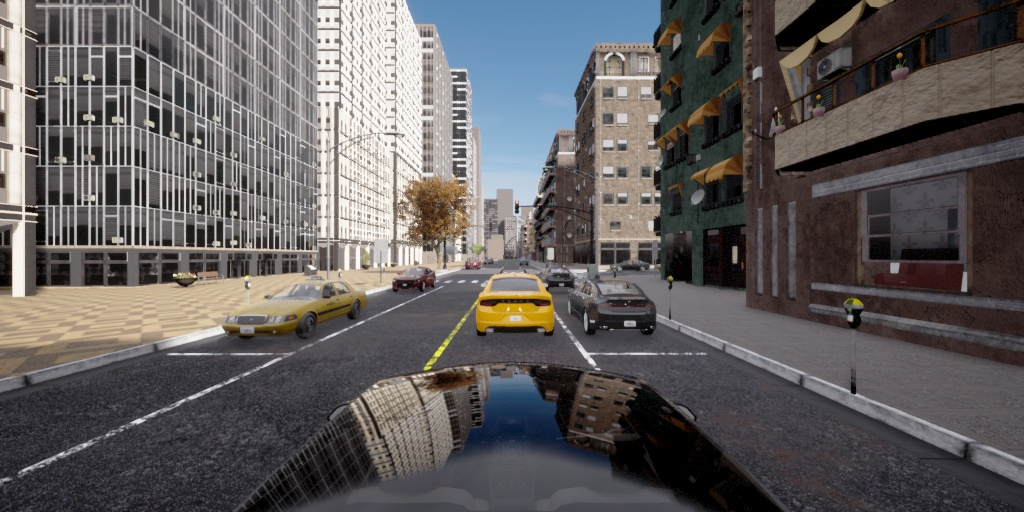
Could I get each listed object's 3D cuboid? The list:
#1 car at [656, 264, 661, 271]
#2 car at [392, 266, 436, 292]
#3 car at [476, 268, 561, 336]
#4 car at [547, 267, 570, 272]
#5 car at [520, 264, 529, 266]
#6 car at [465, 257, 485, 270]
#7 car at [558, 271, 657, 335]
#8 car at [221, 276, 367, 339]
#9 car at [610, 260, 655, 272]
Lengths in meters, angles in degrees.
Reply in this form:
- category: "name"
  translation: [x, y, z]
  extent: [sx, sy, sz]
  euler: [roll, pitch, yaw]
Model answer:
- category: "car"
  translation: [18.763, 1.006, 40.881]
  extent: [4.829, 1.417, 1.751]
  euler: [0, 0, -1]
- category: "car"
  translation: [-5.726, 1.299, 21.367]
  extent: [1.888, 1.381, 4.507]
  euler: [0, 0, 0]
- category: "car"
  translation: [0.073, 1.228, 10.410]
  extent: [1.882, 1.535, 5.008]
  euler: [0, 0, 0]
- category: "car"
  translation: [2.654, 1.305, 21.382]
  extent: [2.007, 1.370, 4.403]
  euler: [0, 0, 0]
- category: "car"
  translation: [0.066, 1.355, 20.689]
  extent: [1.895, 1.301, 4.718]
  euler: [0, 0, 0]
- category: "car"
  translation: [-5.784, 1.099, 53.755]
  extent: [2.192, 1.841, 5.009]
  euler: [0, 0, 0]
- category: "car"
  translation: [2.674, 1.301, 10.316]
  extent: [2.007, 1.370, 4.403]
  euler: [0, 0, 0]
- category: "car"
  translation: [-5.706, 1.276, 10.132]
  extent: [1.751, 1.417, 4.829]
  euler: [0, 0, 0]
- category: "car"
  translation: [13.366, 1.109, 40.817]
  extent: [4.403, 1.370, 2.007]
  euler: [0, 0, -1]
